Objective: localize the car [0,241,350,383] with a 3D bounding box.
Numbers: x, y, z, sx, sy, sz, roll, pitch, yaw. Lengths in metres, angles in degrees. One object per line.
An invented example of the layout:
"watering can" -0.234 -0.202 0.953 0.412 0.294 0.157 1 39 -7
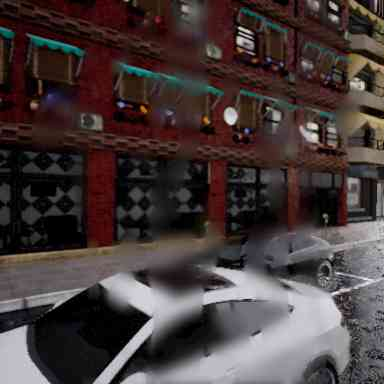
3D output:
"car" -0.384 1.526 3.072 4.674 1.442 1.812 0 0 -35

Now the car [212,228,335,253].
"car" 1.551 1.565 7.652 4.313 1.339 1.947 0 1 -35
